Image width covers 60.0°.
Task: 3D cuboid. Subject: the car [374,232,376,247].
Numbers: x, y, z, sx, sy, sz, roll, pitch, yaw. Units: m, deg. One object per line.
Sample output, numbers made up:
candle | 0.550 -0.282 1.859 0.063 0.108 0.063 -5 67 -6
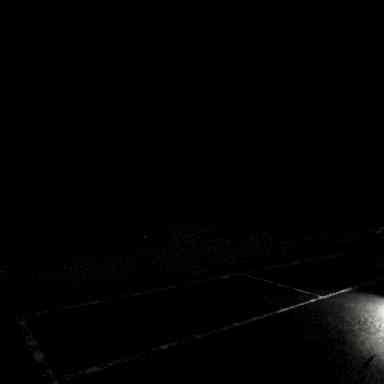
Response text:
car | 8.882 1.438 12.969 4.097 1.590 1.967 0 -1 -35

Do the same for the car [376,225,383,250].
car | 6.605 1.524 8.066 4.674 1.442 1.812 0 0 -35
